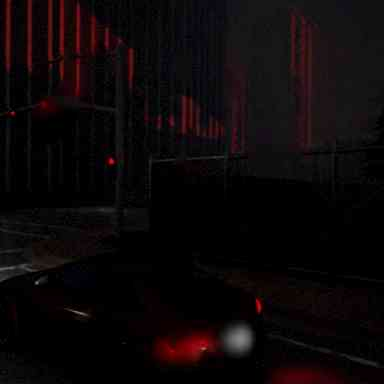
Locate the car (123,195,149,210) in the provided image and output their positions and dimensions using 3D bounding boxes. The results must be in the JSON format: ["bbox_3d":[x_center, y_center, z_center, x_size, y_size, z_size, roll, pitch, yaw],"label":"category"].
[{"bbox_3d":[-6.417,1.148,37.602,1.882,1.535,5.008,1,0,36],"label":"car"}]

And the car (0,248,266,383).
[{"bbox_3d":[-1.111,1.528,4.752,4.181,1.385,1.994,1,0,36],"label":"car"}]
